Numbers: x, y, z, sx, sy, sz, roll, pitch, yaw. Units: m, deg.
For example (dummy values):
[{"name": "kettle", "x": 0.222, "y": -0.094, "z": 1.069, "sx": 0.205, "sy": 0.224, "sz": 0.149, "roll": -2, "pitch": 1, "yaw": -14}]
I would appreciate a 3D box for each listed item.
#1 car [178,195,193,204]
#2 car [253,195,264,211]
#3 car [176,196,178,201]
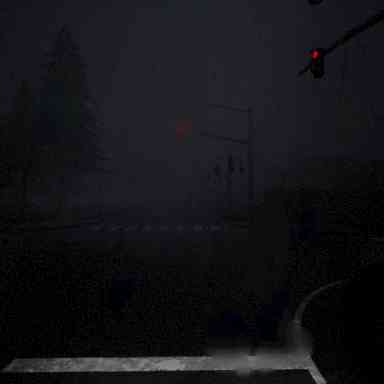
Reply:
[{"name": "car", "x": -0.873, "y": 1.518, "z": 60.836, "sx": 2.033, "sy": 1.411, "sz": 5.357, "roll": 0, "pitch": 0, "yaw": -7}, {"name": "car", "x": 8.887, "y": 1.144, "z": 36.211, "sx": 4.605, "sy": 1.855, "sz": 1.932, "roll": 0, "pitch": 0, "yaw": -1}, {"name": "car", "x": -2.161, "y": 1.327, "z": 71.021, "sx": 1.812, "sy": 1.442, "sz": 4.674, "roll": 0, "pitch": 0, "yaw": -13}]
